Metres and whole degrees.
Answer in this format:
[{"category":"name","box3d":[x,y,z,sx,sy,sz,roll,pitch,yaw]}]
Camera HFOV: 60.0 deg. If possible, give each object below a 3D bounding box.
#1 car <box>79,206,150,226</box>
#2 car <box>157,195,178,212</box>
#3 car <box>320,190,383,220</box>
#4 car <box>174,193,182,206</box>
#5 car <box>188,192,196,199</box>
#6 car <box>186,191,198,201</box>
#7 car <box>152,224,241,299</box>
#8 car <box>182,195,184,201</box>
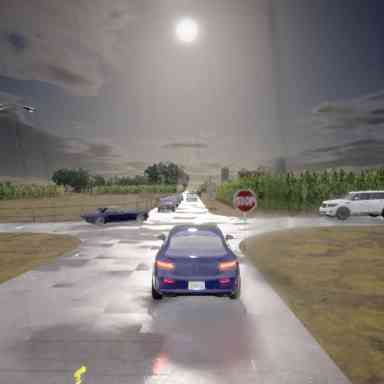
[{"category":"car","box3d":[-5.481,1.654,23.888,4.718,1.301,1.895,-1,0,-30]},{"category":"car","box3d":[-2.807,1.386,37.147,1.837,1.490,4.892,0,0,-2]},{"category":"car","box3d":[12.447,0.933,24.651,5.566,2.045,2.150,-1,0,0]},{"category":"car","box3d":[-2.862,1.285,46.971,1.882,1.535,5.008,0,0,0]},{"category":"car","box3d":[-0.034,0.818,79.429,1.812,1.442,4.674,0,1,0]},{"category":"car","box3d":[-0.030,0.813,69.038,2.150,2.045,5.566,0,1,0]},{"category":"car","box3d":[0.089,1.525,8.308,1.812,1.442,4.674,0,0,0]},{"category":"car","box3d":[-2.850,1.320,57.111,1.895,1.301,4.718,0,1,0]}]
